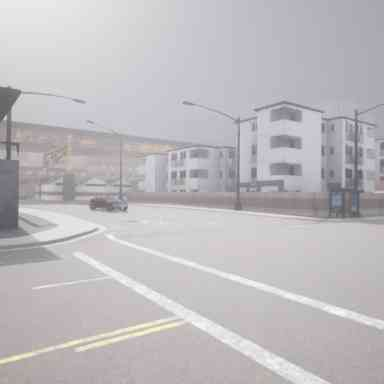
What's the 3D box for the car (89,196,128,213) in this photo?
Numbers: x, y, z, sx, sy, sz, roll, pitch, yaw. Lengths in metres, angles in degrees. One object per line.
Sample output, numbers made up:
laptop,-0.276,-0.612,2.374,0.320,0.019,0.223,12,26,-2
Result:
car,-8.233,1.153,32.783,4.902,1.511,2.128,2,1,43
